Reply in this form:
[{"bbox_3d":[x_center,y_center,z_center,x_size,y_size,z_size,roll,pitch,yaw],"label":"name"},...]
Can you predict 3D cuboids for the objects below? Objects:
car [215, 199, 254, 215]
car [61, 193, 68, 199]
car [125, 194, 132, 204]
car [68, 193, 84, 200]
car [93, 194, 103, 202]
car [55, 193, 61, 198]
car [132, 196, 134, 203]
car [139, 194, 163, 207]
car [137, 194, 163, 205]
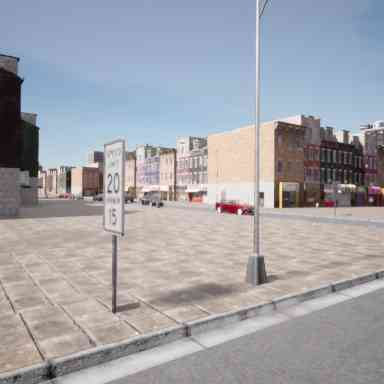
[{"bbox_3d":[4.046,1.368,30.982,1.887,1.381,4.507,1,0,-35],"label":"car"},{"bbox_3d":[-27.670,0.925,75.839,1.887,1.381,4.507,1,0,-35],"label":"car"},{"bbox_3d":[-11.963,1.047,52.962,1.882,1.535,5.008,1,0,-35],"label":"car"},{"bbox_3d":[-24.499,0.966,71.353,2.008,1.369,4.403,1,0,-35],"label":"car"},{"bbox_3d":[-16.012,1.041,58.673,1.812,1.442,4.674,1,0,-35],"label":"car"},{"bbox_3d":[-30.842,0.893,80.326,1.887,1.381,4.507,1,0,-35],"label":"car"},{"bbox_3d":[-11.772,1.074,57.912,1.837,1.490,4.892,1,0,-35],"label":"car"},{"bbox_3d":[-5.469,1.230,44.439,1.947,1.339,4.313,1,0,-35],"label":"car"},{"bbox_3d":[-6.366,1.149,50.356,1.837,1.490,4.892,1,0,-35],"label":"car"}]
